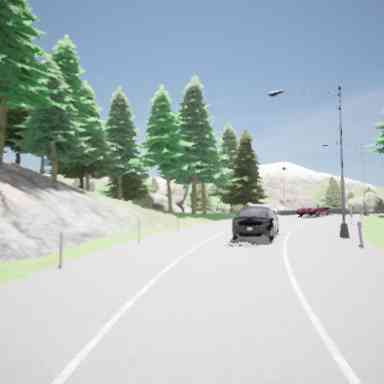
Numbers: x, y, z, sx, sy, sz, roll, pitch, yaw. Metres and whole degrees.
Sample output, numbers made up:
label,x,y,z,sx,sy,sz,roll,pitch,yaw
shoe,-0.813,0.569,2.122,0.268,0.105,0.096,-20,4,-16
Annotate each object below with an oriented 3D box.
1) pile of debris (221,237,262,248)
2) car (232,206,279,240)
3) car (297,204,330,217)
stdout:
label,x,y,z,sx,sy,sz,roll,pitch,yaw
pile of debris,2.176,2.169,14.375,1.500,0.140,1.860,-1,-1,16
car,3.312,1.463,16.909,1.882,1.535,5.008,-1,0,18
car,11.992,1.787,32.610,1.895,1.301,4.718,-4,-3,38
